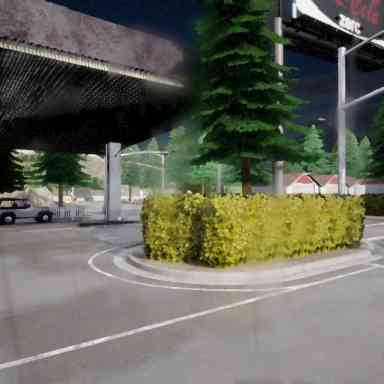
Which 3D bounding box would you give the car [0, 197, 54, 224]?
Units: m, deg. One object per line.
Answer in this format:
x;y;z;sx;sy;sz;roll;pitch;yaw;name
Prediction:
-11.935;1.313;23.504;3.866;1.878;1.905;0;0;-36;car
